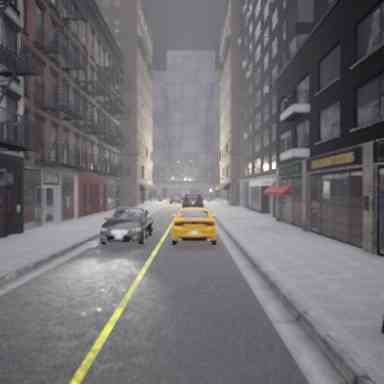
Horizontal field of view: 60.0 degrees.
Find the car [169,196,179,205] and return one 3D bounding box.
[{"bbox_3d":[-2.813,1.382,56.641,1.812,1.442,4.674,0,0,1],"label":"car"}]

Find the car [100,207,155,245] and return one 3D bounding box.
[{"bbox_3d":[-2.852,1.476,15.410,2.128,1.511,4.902,0,0,0],"label":"car"}]

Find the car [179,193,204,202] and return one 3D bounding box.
[{"bbox_3d":[0.095,1.162,34.721,2.150,2.045,5.566,0,0,0],"label":"car"}]

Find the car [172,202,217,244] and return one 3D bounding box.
[{"bbox_3d":[0.097,1.462,15.740,1.882,1.535,5.008,0,0,0],"label":"car"}]
